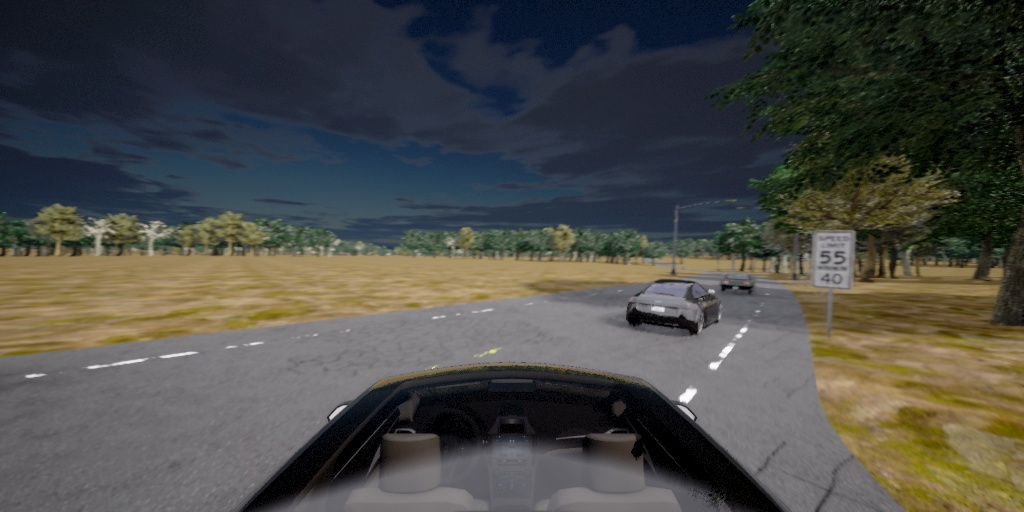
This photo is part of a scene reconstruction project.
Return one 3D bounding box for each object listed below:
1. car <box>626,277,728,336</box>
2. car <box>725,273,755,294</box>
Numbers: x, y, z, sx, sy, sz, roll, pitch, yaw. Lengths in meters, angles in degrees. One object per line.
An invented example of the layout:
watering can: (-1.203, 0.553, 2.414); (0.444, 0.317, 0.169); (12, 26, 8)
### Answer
car: (5.132, 1.429, 11.131); (1.994, 1.385, 4.181); (3, 1, 38)
car: (16.413, 1.911, 25.947); (1.895, 1.301, 4.718); (3, 0, 36)
